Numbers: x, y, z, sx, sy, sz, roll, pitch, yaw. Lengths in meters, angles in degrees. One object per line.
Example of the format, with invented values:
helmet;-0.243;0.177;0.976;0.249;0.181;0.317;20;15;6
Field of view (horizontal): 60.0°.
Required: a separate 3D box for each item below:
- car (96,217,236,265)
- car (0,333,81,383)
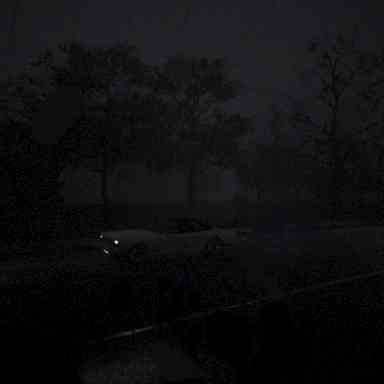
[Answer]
car;-0.835;1.583;11.701;4.718;1.301;1.895;0;0;-33
car;-2.987;1.495;1.505;4.892;1.490;1.837;1;0;-36
